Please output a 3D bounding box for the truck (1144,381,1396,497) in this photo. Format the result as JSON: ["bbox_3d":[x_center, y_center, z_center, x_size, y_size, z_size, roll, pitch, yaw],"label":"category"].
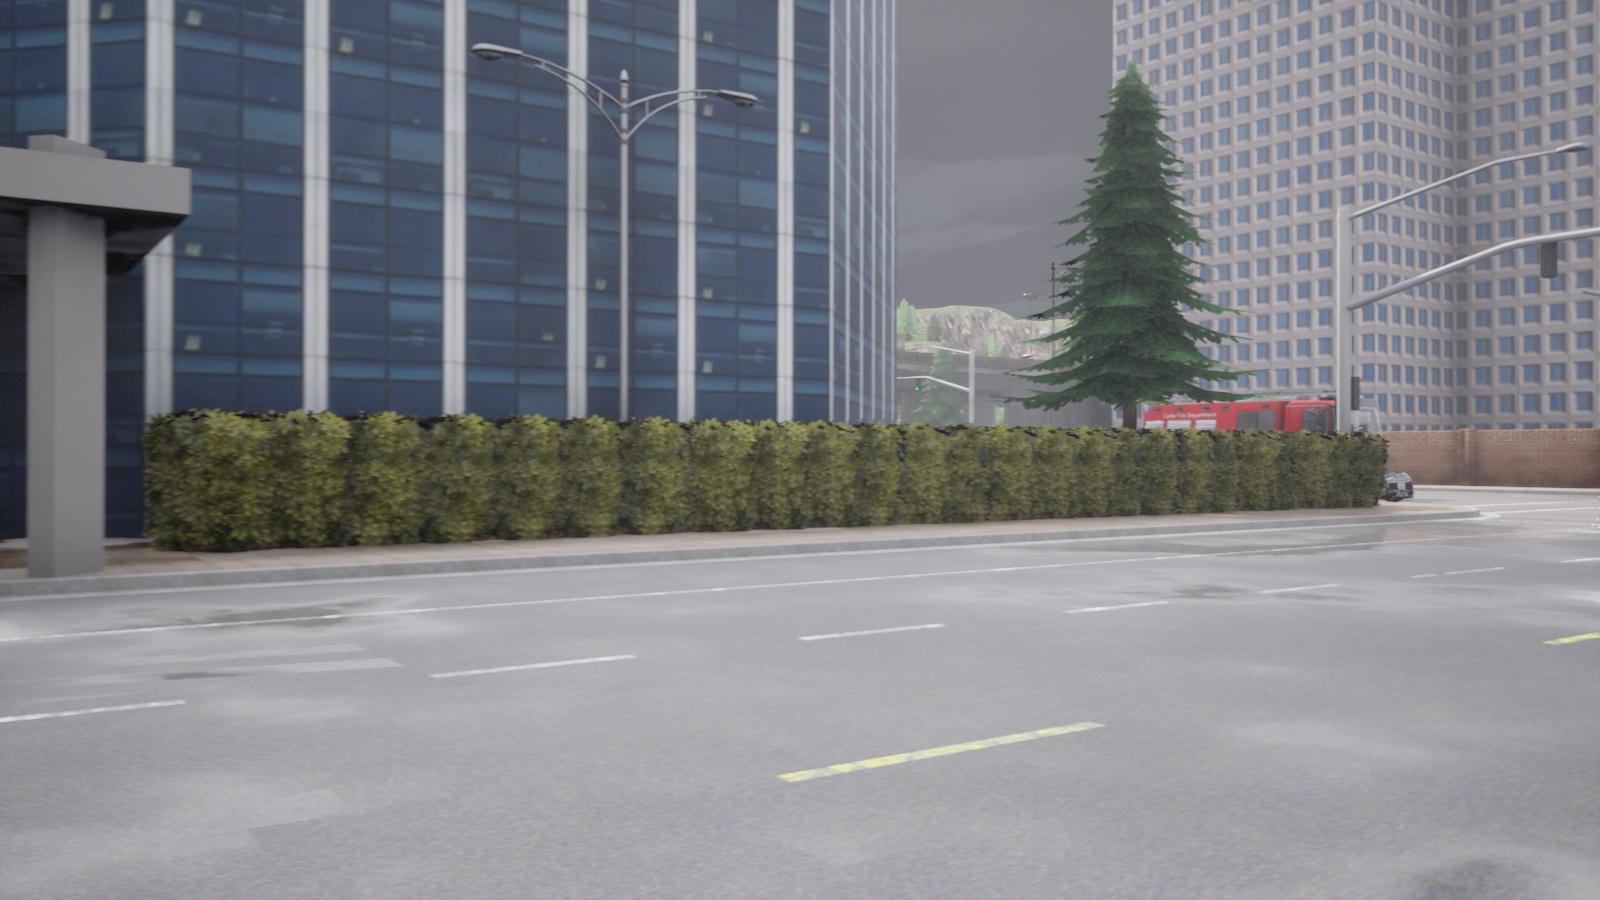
[{"bbox_3d":[16.859,-0.343,45.734,2.891,3.827,8.468,0,0,-34],"label":"truck"}]

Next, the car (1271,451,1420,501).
[{"bbox_3d":[17.026,0.771,39.305,1.970,1.475,3.806,0,0,-34],"label":"car"}]
